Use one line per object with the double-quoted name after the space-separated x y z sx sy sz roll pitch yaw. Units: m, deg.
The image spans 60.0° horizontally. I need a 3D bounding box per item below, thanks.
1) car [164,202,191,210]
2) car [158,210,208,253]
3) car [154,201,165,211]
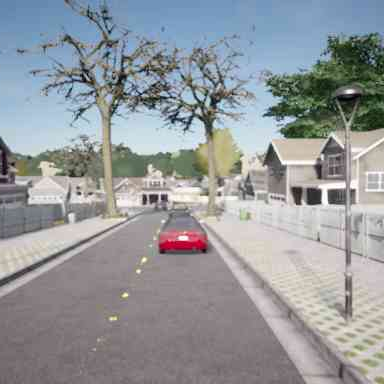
-1.093 1.821 29.396 2.128 1.511 4.902 0 -1 -2 "car"
-0.411 1.706 14.416 1.994 1.385 4.181 0 -1 -2 "car"
-4.896 2.150 52.327 2.128 1.511 4.902 0 -1 -2 "car"
